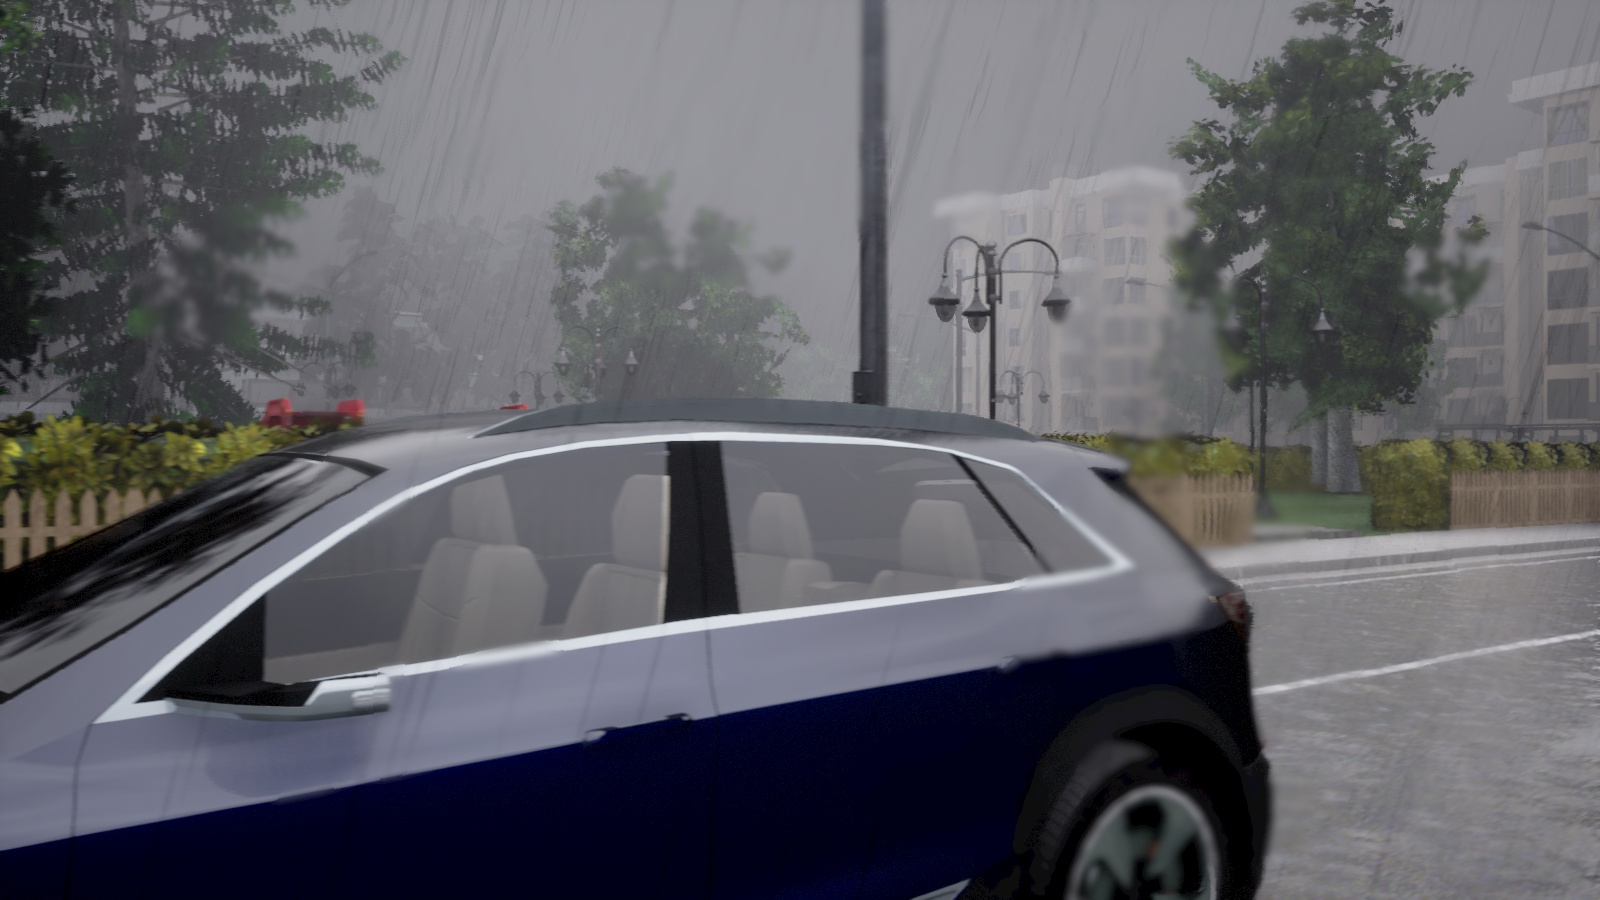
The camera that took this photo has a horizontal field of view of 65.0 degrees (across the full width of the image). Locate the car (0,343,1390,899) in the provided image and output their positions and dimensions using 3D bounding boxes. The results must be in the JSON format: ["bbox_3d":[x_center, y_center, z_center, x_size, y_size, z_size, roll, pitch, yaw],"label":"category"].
[{"bbox_3d":[-0.867,0.684,3.063,4.856,1.649,2.033,0,0,-35],"label":"car"}]
